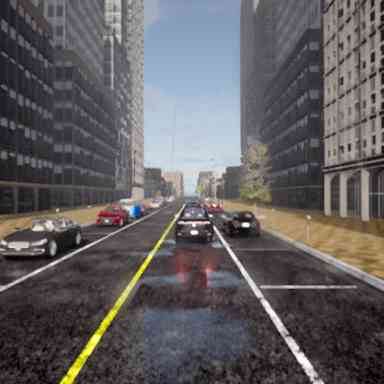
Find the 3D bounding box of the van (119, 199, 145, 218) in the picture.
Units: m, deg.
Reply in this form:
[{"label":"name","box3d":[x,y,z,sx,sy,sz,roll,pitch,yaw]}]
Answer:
[{"label":"van","box3d":[-5.682,1.543,30.136,1.690,1.788,3.998,0,0,0]}]

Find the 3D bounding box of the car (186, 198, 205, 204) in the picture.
[{"label":"car","box3d":[0.107,1.741,35.257,1.837,1.490,4.892,0,0,0]}]

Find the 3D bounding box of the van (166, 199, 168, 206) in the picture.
[{"label":"van","box3d":[-5.677,1.724,58.597,1.690,1.788,3.998,0,0,0]}]

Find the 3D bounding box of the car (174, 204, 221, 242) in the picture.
[{"label":"car","box3d":[0.102,1.609,17.229,2.128,1.511,4.902,0,0,0]}]

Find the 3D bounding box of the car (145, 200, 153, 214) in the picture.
[{"label":"car","box3d":[-5.682,1.821,35.827,1.802,1.307,4.206,0,0,0]}]

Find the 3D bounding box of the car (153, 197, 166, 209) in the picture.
[{"label":"car","box3d":[-5.678,1.787,52.903,1.967,1.590,4.097,0,0,0]}]

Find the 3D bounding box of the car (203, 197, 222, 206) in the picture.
[{"label":"car","box3d":[2.701,1.716,41.503,1.967,1.590,4.097,0,0,0]}]

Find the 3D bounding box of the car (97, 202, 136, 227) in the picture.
[{"label":"car","box3d":[-5.684,1.710,24.442,1.887,1.381,4.507,0,0,0]}]

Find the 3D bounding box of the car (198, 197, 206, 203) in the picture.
[{"label":"car","box3d":[2.708,1.998,87.038,1.967,1.590,4.097,0,0,0]}]

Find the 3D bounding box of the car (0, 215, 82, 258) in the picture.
[{"label":"car","box3d":[-5.686,1.640,13.058,2.008,1.369,4.403,0,0,0]}]

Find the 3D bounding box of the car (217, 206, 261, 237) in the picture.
[{"label":"car","box3d":[2.696,1.694,18.736,1.947,1.339,4.313,0,0,0]}]

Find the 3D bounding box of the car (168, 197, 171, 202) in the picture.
[{"label":"car","box3d":[-5.677,1.984,64.287,1.947,1.339,4.313,0,0,0]}]

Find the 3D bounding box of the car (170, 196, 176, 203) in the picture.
[{"label":"car","box3d":[-5.673,2.082,86.885,1.752,1.417,4.829,0,0,0]}]
